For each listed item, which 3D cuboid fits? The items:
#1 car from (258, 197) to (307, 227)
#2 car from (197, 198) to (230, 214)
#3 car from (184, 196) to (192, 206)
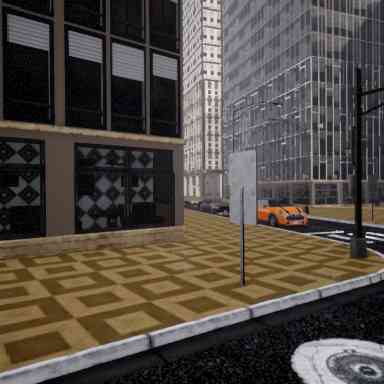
[{"bbox_3d":[5.330,1.172,21.451,2.097,1.767,4.553,-1,1,-18],"label":"car"},{"bbox_3d":[2.092,1.227,31.109,2.033,1.411,5.357,-1,1,-18],"label":"car"},{"bbox_3d":[-1.673,1.063,42.312,2.033,1.411,5.357,-1,1,-19],"label":"car"}]
